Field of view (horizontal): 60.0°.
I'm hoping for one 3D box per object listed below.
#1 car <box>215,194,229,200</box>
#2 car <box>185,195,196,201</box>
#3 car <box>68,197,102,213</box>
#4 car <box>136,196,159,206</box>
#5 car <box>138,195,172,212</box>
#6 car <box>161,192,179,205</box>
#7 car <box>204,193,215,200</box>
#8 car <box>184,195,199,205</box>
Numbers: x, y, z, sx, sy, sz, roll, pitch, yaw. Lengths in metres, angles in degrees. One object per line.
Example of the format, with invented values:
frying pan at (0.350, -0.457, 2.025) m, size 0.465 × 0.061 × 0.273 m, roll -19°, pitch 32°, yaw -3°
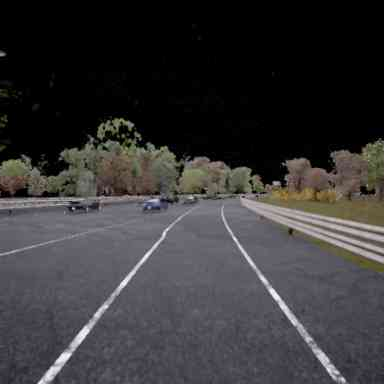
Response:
car at (8.210, 1.548, 90.555) m, size 1.895 × 1.301 × 4.718 m, roll 0°, pitch 0°, yaw 15°
car at (-0.379, 1.465, 85.141) m, size 1.812 × 1.442 × 4.674 m, roll 0°, pitch 0°, yaw 14°
car at (-11.105, 1.340, 34.789) m, size 1.837 × 1.490 × 4.892 m, roll 0°, pitch 0°, yaw 10°
car at (-7.257, 1.421, 54.802) m, size 2.033 × 1.411 × 5.357 m, roll 0°, pitch 0°, yaw 12°
car at (-3.849, 1.363, 35.548) m, size 1.812 × 1.442 × 4.674 m, roll 0°, pitch 0°, yaw 10°
car at (-3.687, 1.096, 54.808) m, size 2.150 × 2.045 × 5.566 m, roll 0°, pitch 0°, yaw 12°
car at (5.654, 1.188, 94.623) m, size 2.150 × 2.045 × 5.566 m, roll 0°, pitch 0°, yaw 15°
car at (-0.109, 1.401, 54.728) m, size 1.812 × 1.442 × 4.674 m, roll 0°, pitch 0°, yaw 12°
